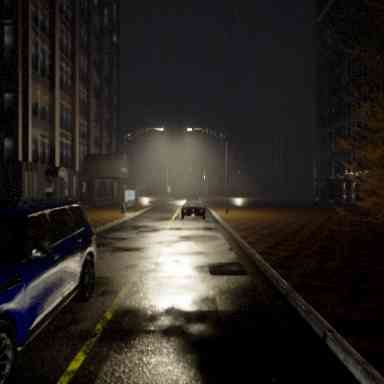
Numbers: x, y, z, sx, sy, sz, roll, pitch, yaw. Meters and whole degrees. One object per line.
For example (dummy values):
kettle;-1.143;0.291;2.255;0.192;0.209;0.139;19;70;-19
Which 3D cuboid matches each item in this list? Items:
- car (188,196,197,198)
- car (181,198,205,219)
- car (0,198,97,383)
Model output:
car;0.083;1.292;44.695;2.033;1.411;5.357;0;0;0
car;0.090;1.445;27.351;1.895;1.301;4.718;0;0;0
car;-3.099;1.185;5.130;2.150;2.045;5.566;0;1;-1
